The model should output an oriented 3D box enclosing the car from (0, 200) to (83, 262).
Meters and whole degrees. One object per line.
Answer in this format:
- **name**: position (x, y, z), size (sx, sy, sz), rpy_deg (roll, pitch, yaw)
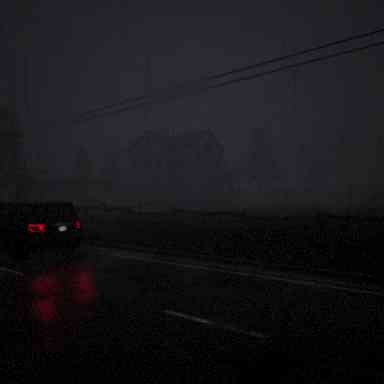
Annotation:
- **car**: position (-6.570, 1.349, 12.861), size (5.566, 2.045, 2.150), rpy_deg (0, 0, 36)
